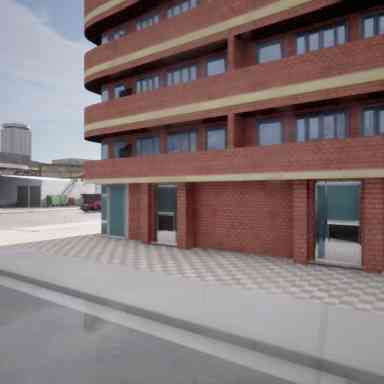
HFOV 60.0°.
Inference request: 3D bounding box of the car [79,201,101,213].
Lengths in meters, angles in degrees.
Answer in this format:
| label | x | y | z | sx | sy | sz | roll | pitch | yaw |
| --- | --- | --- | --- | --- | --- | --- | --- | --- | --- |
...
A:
| label | x | y | z | sx | sy | sz | roll | pitch | yaw |
| --- | --- | --- | --- | --- | --- | --- | --- | --- | --- |
| car | -10.053 | 1.601 | 36.953 | 1.895 | 1.301 | 4.718 | 0 | 0 | 34 |
